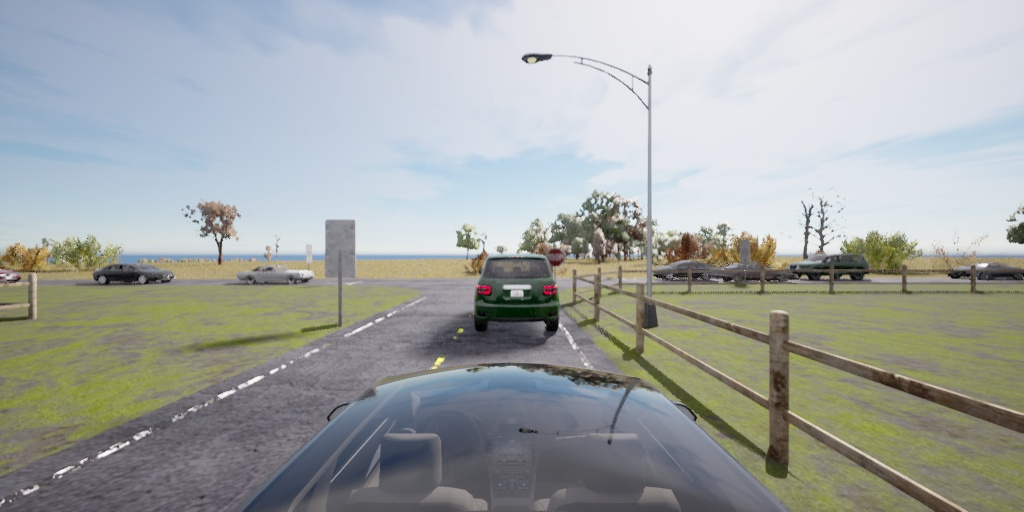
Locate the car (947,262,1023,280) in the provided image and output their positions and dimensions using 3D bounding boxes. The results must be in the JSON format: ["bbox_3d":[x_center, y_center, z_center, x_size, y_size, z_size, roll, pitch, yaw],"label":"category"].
[{"bbox_3d":[37.479,1.181,28.429,4.181,1.385,1.994,0,0,1],"label":"car"}]

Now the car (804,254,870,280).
[{"bbox_3d":[25.081,0.854,28.580,5.566,2.045,2.150,0,0,0],"label":"car"}]

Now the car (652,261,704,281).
[{"bbox_3d":[13.685,1.162,28.698,4.892,1.490,1.837,0,0,1],"label":"car"}]

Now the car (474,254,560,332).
[{"bbox_3d":[0.123,0.952,10.941,2.150,2.045,5.566,0,0,0],"label":"car"}]

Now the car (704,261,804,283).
[{"bbox_3d":[17.301,1.202,25.854,5.357,1.411,2.033,0,0,2],"label":"car"}]

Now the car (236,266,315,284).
[{"bbox_3d":[-17.040,1.344,26.063,4.718,1.301,1.895,0,0,1],"label":"car"}]

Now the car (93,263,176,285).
[{"bbox_3d":[-27.502,1.278,26.174,4.892,1.490,1.837,0,0,1],"label":"car"}]

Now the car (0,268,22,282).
[{"bbox_3d":[-39.163,1.334,26.310,4.674,1.442,1.812,0,0,1],"label":"car"}]
